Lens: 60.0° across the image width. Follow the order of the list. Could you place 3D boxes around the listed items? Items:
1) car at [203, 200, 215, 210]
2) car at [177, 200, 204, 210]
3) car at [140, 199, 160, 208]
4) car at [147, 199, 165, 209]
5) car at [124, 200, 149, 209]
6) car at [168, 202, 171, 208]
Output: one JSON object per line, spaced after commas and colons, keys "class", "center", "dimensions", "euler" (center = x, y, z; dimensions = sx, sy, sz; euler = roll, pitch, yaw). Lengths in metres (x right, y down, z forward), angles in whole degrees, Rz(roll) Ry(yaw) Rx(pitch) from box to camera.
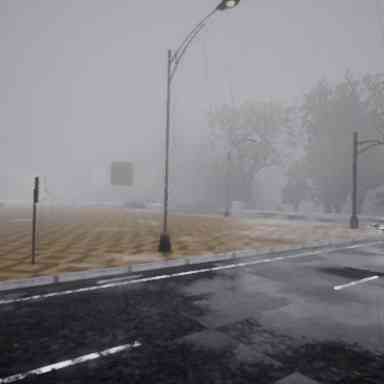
{"class": "car", "center": [1.945, 2.189, 57.255], "dimensions": [2.097, 1.767, 4.553], "euler": [2, -2, -35]}
{"class": "car", "center": [-0.602, 2.350, 55.214], "dimensions": [1.895, 1.301, 4.718], "euler": [2, -2, -35]}
{"class": "car", "center": [-8.346, 2.219, 65.937], "dimensions": [2.097, 1.767, 4.553], "euler": [2, -2, -36]}
{"class": "car", "center": [-6.720, 2.239, 58.084], "dimensions": [1.812, 1.442, 4.674], "euler": [2, -2, -35]}
{"class": "car", "center": [-9.726, 2.234, 56.707], "dimensions": [1.895, 1.301, 4.718], "euler": [2, -2, -35]}
{"class": "car", "center": [-6.218, 2.462, 68.534], "dimensions": [1.837, 1.490, 4.892], "euler": [2, -2, -36]}
